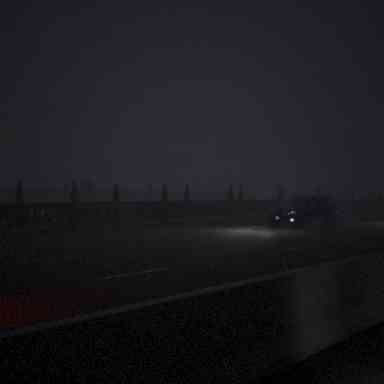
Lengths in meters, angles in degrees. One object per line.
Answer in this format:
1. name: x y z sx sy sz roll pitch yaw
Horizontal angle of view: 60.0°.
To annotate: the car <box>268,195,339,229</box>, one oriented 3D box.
1. car: 7.543 1.244 22.254 5.566 2.045 2.150 0 0 -35
